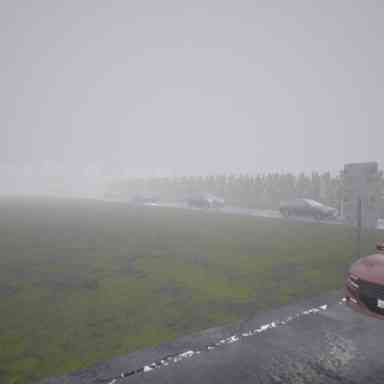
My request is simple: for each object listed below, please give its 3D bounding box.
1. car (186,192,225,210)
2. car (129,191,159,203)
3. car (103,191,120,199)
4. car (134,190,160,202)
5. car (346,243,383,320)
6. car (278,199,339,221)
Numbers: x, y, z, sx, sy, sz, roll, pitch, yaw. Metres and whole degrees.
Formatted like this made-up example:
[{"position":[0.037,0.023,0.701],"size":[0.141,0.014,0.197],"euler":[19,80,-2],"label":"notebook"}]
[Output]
[{"position":[1.374,0.869,35.022],"size":[2.097,1.767,4.553],"euler":[1,1,-36],"label":"car"},{"position":[-6.930,0.815,46.604],"size":[2.033,1.411,5.357],"euler":[1,1,-35],"label":"car"},{"position":[-15.320,0.467,63.272],"size":[2.128,1.511,4.902],"euler":[1,1,-36],"label":"car"},{"position":[-7.099,0.574,51.861],"size":[2.097,1.767,4.553],"euler":[1,1,-37],"label":"car"},{"position":[5.031,1.479,6.596],"size":[5.008,1.535,1.882],"euler":[0,0,-36],"label":"car"},{"position":[8.616,1.263,24.886],"size":[1.812,1.442,4.674],"euler":[1,1,-34],"label":"car"}]
